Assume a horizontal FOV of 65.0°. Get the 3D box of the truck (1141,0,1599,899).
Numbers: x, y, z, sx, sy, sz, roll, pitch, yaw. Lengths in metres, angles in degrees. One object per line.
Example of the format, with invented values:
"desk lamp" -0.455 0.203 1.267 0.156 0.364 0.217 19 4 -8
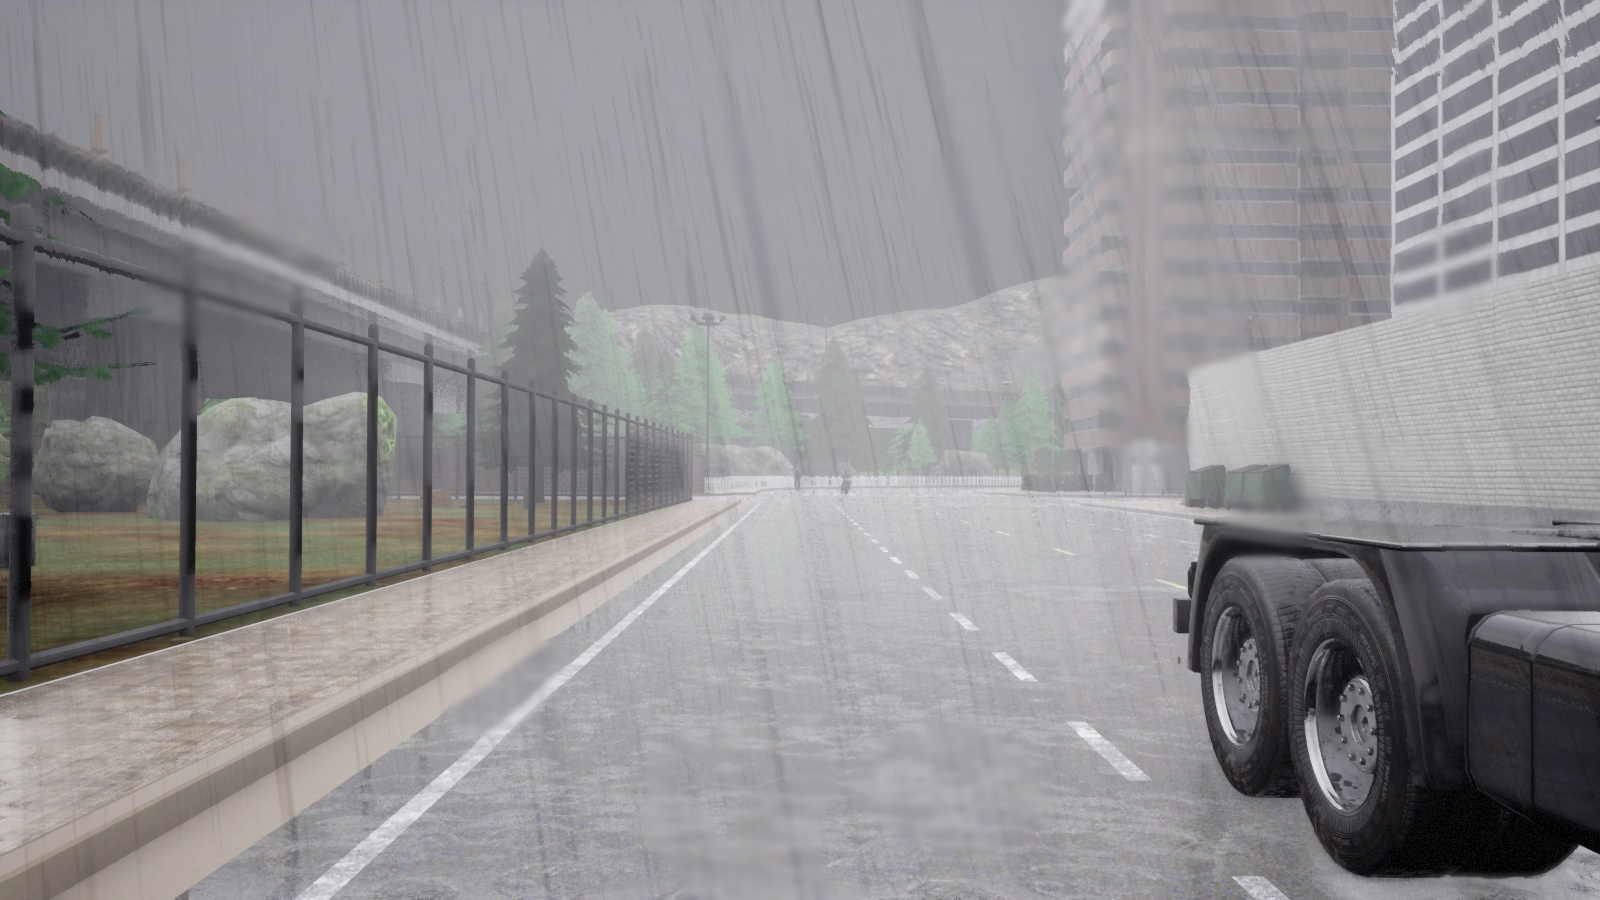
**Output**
"truck" 3.487 -0.123 3.466 2.891 3.462 7.936 0 -1 0
